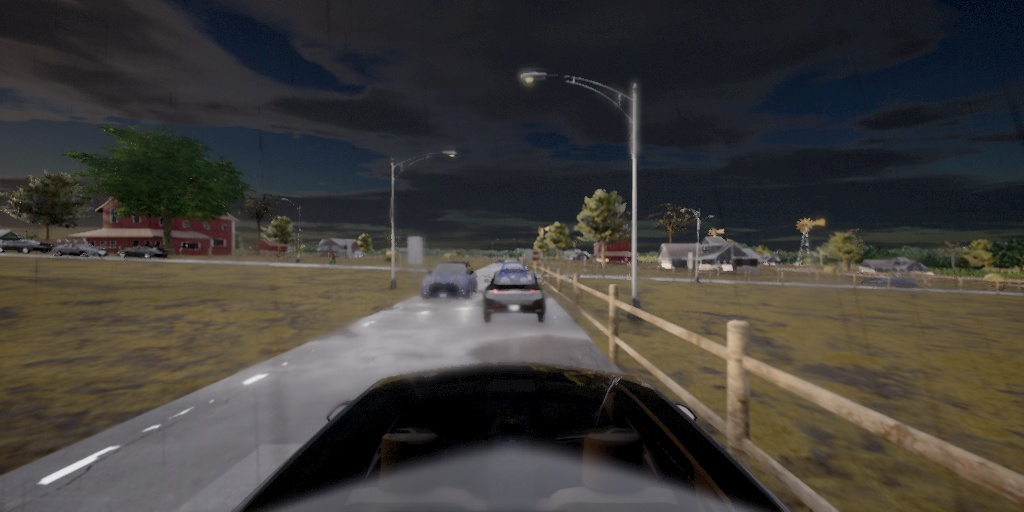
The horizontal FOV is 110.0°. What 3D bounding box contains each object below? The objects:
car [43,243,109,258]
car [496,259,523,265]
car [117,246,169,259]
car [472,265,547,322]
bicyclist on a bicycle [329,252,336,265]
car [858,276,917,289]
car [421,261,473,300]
[{"bbox_3d":[-47.229,-0.570,39.283,4.902,1.511,2.128,2,0,0],"label":"car"},{"bbox_3d":[0.086,1.145,25.857,1.882,1.535,5.008,0,0,1],"label":"car"},{"bbox_3d":[-43.278,-0.422,42.085,4.892,1.490,1.837,3,0,0],"label":"car"},{"bbox_3d":[0.080,1.195,12.009,2.128,1.511,4.902,0,0,0],"label":"car"},{"bbox_3d":[-22.609,0.275,45.232,0.582,1.620,1.656,2,0,0],"label":"bicyclist on a bicycle"},{"bbox_3d":[44.211,3.013,42.212,5.357,1.411,2.033,2,0,1],"label":"car"},{"bbox_3d":[-2.830,1.042,17.069,2.097,1.767,4.553,0,0,0],"label":"car"}]
